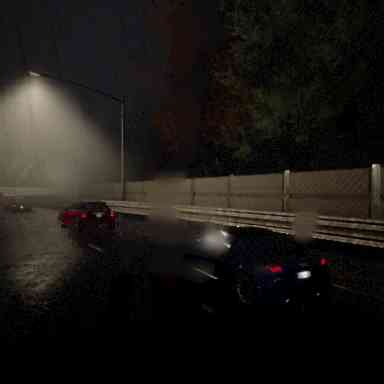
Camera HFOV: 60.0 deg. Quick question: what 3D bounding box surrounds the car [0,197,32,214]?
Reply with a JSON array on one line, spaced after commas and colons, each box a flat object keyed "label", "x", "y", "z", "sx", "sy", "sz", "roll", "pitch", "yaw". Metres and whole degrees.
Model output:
[{"label": "car", "x": -17.930, "y": 1.467, "z": 34.067, "sx": 1.994, "sy": 1.385, "sz": 4.181, "roll": 0, "pitch": 0, "yaw": -40}]

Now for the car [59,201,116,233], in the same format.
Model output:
[{"label": "car", "x": -6.281, "y": 1.295, "z": 19.636, "sx": 2.097, "sy": 1.767, "sz": 4.553, "roll": 0, "pitch": 0, "yaw": -36}]

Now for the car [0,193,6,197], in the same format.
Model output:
[{"label": "car", "x": -27.719, "y": 1.088, "z": 47.151, "sx": 2.150, "sy": 2.045, "sz": 5.566, "roll": 0, "pitch": 0, "yaw": -32}]

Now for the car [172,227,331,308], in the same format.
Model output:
[{"label": "car", "x": 1.153, "y": 1.539, "z": 8.069, "sx": 1.994, "sy": 1.385, "sz": 4.181, "roll": 0, "pitch": 0, "yaw": -29}]
